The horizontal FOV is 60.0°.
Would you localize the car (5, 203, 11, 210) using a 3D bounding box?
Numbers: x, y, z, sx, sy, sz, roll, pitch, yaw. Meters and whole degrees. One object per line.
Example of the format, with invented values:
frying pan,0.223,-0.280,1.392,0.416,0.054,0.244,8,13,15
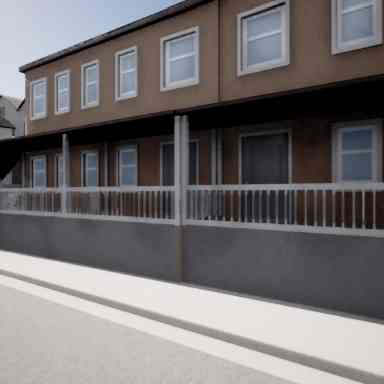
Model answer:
car,-16.847,1.466,26.219,1.812,1.442,4.674,0,6,36
